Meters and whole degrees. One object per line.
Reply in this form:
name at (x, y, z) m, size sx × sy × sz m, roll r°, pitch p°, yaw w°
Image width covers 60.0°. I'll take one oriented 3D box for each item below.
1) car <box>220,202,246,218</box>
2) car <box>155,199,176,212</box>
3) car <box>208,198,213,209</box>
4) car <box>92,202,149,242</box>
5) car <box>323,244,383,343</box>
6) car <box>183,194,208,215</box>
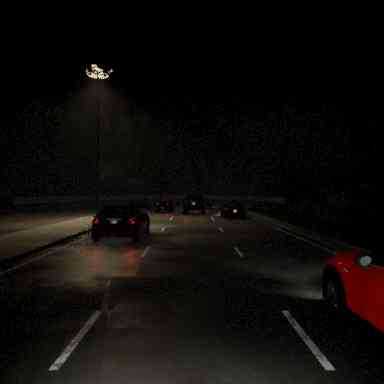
car at (3.639, 1.564, 29.935) m, size 1.994 × 1.385 × 4.181 m, roll 0°, pitch 0°, yaw 1°
car at (-3.005, 1.492, 38.276) m, size 2.128 × 1.511 × 4.902 m, roll 0°, pitch 0°, yaw 4°
car at (1.595, 1.491, 44.456) m, size 2.128 × 1.511 × 4.902 m, roll 0°, pitch 0°, yaw 12°
car at (-3.399, 1.352, 16.617) m, size 2.097 × 1.767 × 4.553 m, roll 0°, pitch 0°, yaw 0°
car at (3.601, 1.354, 4.679) m, size 2.097 × 1.767 × 4.553 m, roll 0°, pitch 0°, yaw 0°
car at (0.275, 1.222, 34.678) m, size 2.150 × 2.045 × 5.566 m, roll 0°, pitch 0°, yaw 2°
